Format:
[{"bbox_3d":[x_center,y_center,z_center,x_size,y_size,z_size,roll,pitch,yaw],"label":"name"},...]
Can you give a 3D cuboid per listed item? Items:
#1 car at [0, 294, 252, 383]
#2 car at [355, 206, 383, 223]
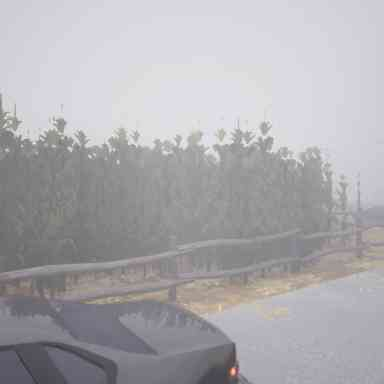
[{"bbox_3d":[-2.044,1.548,2.045,5.357,1.411,2.033,0,0,-35],"label":"car"},{"bbox_3d":[13.438,1.601,22.175,1.895,1.301,4.718,0,0,-31],"label":"car"}]
